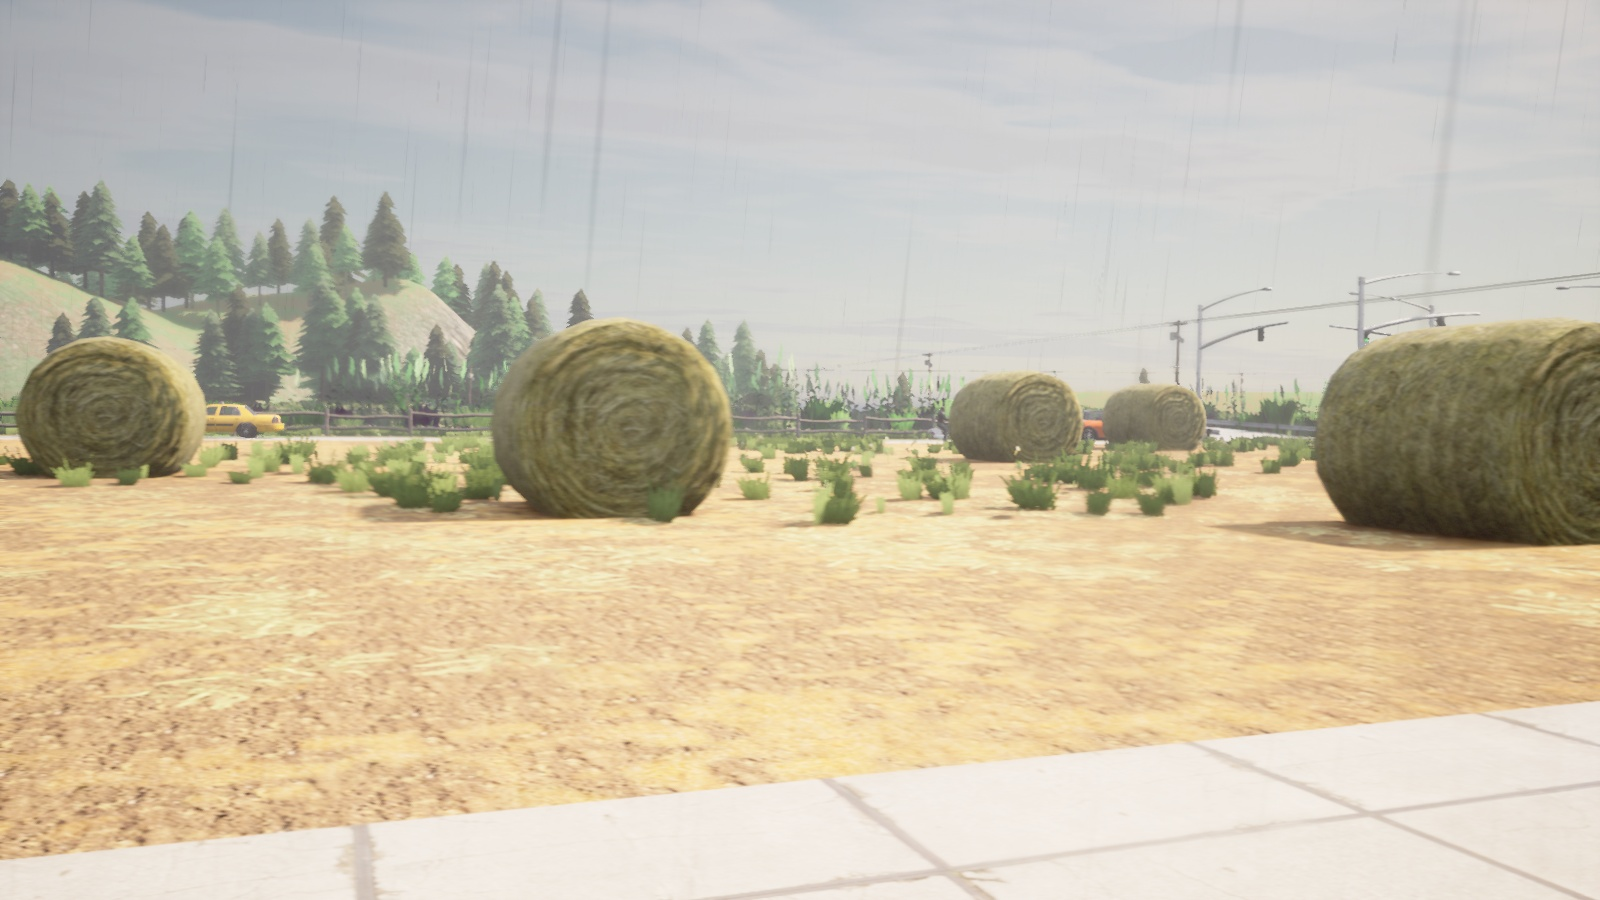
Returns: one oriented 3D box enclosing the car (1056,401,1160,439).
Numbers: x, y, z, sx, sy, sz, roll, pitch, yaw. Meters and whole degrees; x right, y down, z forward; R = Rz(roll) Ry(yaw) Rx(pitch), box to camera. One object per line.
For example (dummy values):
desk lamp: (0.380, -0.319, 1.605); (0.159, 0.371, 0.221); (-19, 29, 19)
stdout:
car: (15.164, -1.482, 61.840); (4.553, 1.767, 2.097); (-1, 2, -17)

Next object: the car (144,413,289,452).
car: (-24.694, -0.761, 53.361); (5.366, 1.575, 1.801); (-1, 2, -17)
